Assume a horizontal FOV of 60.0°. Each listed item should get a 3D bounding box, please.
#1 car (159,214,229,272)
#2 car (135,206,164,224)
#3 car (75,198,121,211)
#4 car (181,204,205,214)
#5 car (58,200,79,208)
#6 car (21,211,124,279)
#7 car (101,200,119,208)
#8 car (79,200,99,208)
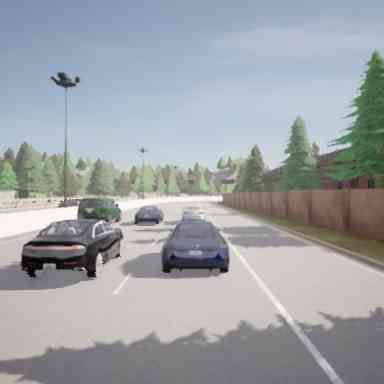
[{"bbox_3d":[0.104,1.656,11.117,1.994,1.385,4.181,0,0,0],"label":"car"},{"bbox_3d":[-3.388,1.783,26.886,1.994,1.385,4.181,0,0,0],"label":"car"},{"bbox_3d":[-6.887,1.426,25.057,2.150,2.045,5.566,0,0,0],"label":"car"},{"bbox_3d":[0.108,1.748,27.295,1.812,1.442,4.674,0,0,0],"label":"car"},{"bbox_3d":[-21.002,2.019,56.612,1.994,1.385,4.181,0,0,1],"label":"car"},{"bbox_3d":[-3.397,1.577,10.357,2.128,1.511,4.902,0,0,0],"label":"car"},{"bbox_3d":[-14.014,2.023,56.904,1.994,1.385,4.181,0,0,1],"label":"car"},{"bbox_3d":[-17.504,2.058,56.731,1.895,1.301,4.718,0,0,1],"label":"car"}]
